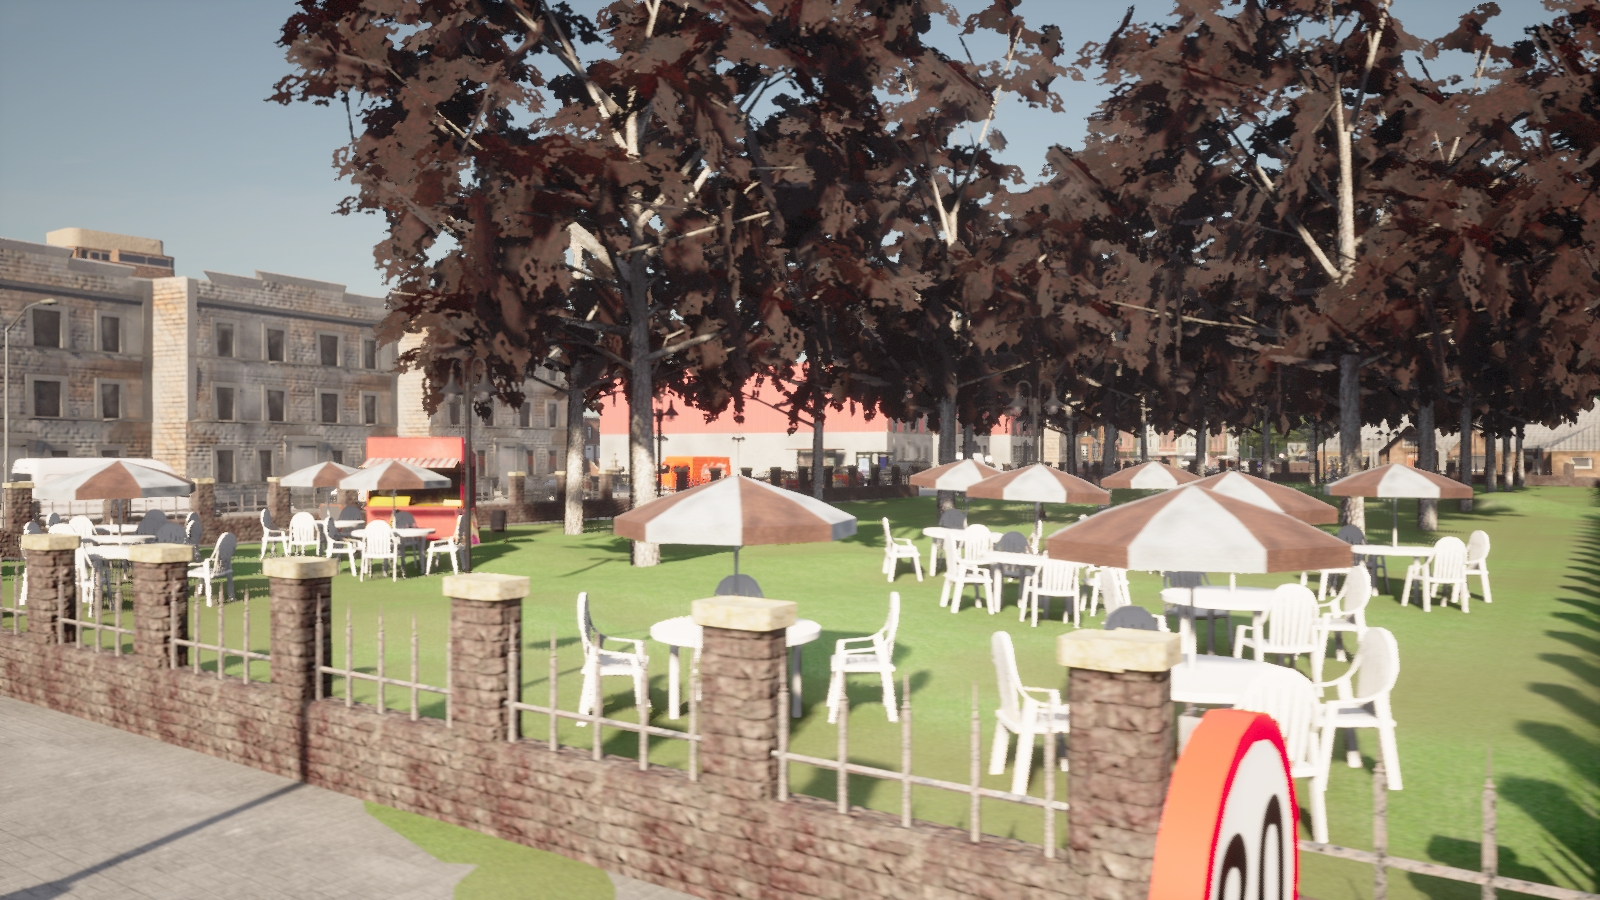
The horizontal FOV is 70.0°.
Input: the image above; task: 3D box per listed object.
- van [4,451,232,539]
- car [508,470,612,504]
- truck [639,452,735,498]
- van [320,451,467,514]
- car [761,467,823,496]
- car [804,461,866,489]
[{"bbox_3d":[-21.515,1.314,36.322,1.988,2.561,5.915,0,0,36],"label":"van"},{"bbox_3d":[-11.892,1.814,56.902,2.097,1.535,5.006,0,0,35],"label":"car"},{"bbox_3d":[-6.355,1.348,64.813,2.627,2.467,5.204,0,0,35],"label":"truck"},{"bbox_3d":[-17.340,1.315,49.105,1.988,2.561,5.915,0,0,35],"label":"van"},{"bbox_3d":[-0.448,1.806,66.276,1.789,1.549,3.705,0,0,35],"label":"car"},{"bbox_3d":[2.413,1.686,77.393,2.097,1.767,4.553,0,0,35],"label":"car"}]
